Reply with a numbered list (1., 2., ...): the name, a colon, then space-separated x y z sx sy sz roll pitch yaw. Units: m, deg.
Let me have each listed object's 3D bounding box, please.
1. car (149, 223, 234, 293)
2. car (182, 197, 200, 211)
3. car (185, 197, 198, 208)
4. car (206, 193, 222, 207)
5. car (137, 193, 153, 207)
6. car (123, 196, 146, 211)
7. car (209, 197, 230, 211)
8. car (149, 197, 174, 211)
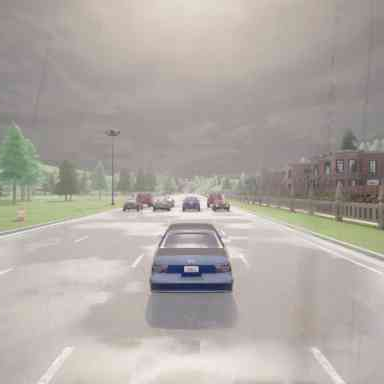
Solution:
1. car: -0.018 1.548 8.975 2.033 1.411 5.357 0 0 0
2. car: -0.078 1.352 39.974 2.097 1.767 4.553 0 0 0
3. car: -0.097 1.505 50.008 1.837 1.490 4.892 0 0 0
4. car: 3.403 1.221 50.044 2.150 2.045 5.566 0 0 0
5. car: -7.097 1.221 50.024 2.150 2.045 5.566 0 0 0
6. car: -7.078 1.526 39.991 1.812 1.442 4.674 0 0 0
7. car: 3.422 1.601 40.041 1.895 1.301 4.718 0 0 0
8. car: -3.578 1.564 39.998 1.994 1.385 4.181 0 0 0
